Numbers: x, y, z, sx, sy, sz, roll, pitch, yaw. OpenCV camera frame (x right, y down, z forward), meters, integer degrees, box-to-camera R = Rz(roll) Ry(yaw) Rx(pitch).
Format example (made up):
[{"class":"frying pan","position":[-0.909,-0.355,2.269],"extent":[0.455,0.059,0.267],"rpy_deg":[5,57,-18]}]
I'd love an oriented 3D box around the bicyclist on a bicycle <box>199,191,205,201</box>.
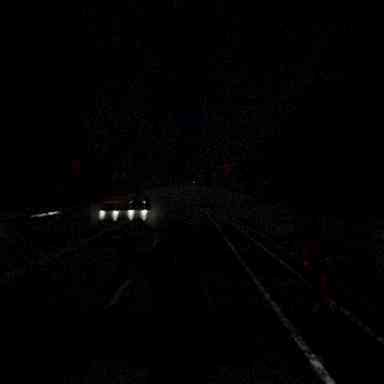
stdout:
[{"class":"bicyclist on a bicycle","position":[2.186,1.085,65.361],"extent":[0.866,1.612,1.509],"rpy_deg":[0,1,1]}]

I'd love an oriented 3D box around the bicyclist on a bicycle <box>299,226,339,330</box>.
[{"class":"bicyclist on a bicycle","position":[2.269,1.454,5.970],"extent":[0.582,1.620,1.656],"rpy_deg":[0,0,0]}]

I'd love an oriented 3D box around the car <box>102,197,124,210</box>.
[{"class":"car","position":[-9.756,1.355,41.336],"extent":[1.882,1.535,5.008],"rpy_deg":[0,0,0]}]

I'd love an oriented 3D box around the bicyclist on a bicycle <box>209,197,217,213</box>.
[{"class":"bicyclist on a bicycle","position":[2.199,1.350,34.567],"extent":[0.866,1.612,1.509],"rpy_deg":[0,0,0]}]

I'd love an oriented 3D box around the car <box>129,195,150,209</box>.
[{"class":"car","position":[-6.503,1.224,41.794],"extent":[2.097,1.767,4.553],"rpy_deg":[0,1,0]}]
